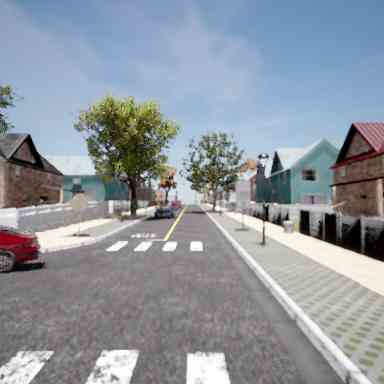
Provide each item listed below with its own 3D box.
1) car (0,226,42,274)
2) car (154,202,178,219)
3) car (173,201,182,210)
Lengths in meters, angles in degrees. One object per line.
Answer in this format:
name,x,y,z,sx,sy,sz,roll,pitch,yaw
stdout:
car,-7.077,1.697,9.984,4.674,1.442,1.812,1,-1,-24
car,-2.739,2.024,33.896,1.994,1.385,4.181,0,-1,0
car,-2.733,2.341,59.415,1.882,1.535,5.008,0,-1,0
